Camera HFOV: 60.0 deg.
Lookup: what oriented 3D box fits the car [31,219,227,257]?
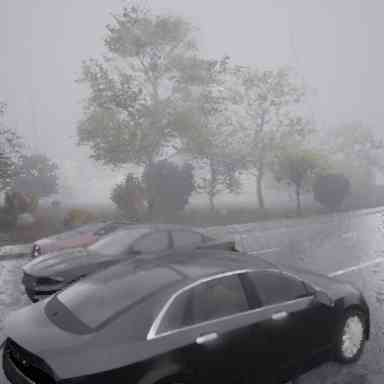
[{"bbox_3d":[-1.135,1.496,7.662,5.008,1.535,1.882,0,0,-38],"label":"car"}]

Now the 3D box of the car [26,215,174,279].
[{"bbox_3d":[-2.873,1.591,10.755,4.181,1.385,1.994,0,0,-38],"label":"car"}]

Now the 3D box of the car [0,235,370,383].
[{"bbox_3d":[0.367,1.514,4.178,4.892,1.490,1.837,0,0,-37],"label":"car"}]
